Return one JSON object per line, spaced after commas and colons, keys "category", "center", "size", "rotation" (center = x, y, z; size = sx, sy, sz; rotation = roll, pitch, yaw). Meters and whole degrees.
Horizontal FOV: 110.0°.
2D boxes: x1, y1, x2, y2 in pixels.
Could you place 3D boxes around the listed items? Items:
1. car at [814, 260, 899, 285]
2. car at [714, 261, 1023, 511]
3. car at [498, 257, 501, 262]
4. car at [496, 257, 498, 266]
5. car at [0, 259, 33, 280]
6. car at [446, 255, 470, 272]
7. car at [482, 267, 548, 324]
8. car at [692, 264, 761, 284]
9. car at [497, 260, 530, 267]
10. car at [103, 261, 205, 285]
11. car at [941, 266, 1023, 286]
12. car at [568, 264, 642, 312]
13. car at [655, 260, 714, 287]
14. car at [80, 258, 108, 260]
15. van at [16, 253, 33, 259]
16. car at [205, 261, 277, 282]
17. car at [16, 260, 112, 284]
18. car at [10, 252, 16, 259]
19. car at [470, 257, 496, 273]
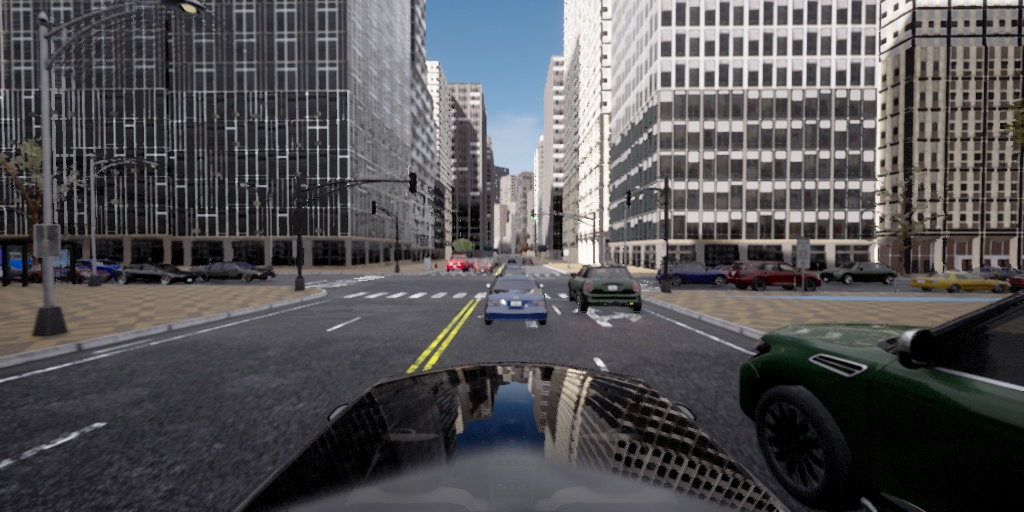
{"category": "car", "center": [26.751, 1.257, 27.963], "size": [4.553, 1.767, 2.097], "rotation": [0, 1, 1]}
{"category": "car", "center": [3.354, 0.975, 1.188], "size": [2.150, 2.045, 5.566], "rotation": [0, 0, 0]}
{"category": "car", "center": [-3.245, 0.939, 60.817], "size": [2.097, 1.767, 4.553], "rotation": [0, 0, 0]}
{"category": "car", "center": [-3.322, 1.144, 50.713], "size": [1.812, 1.442, 4.674], "rotation": [0, 0, 0]}
{"category": "car", "center": [-34.092, 1.036, 23.219], "size": [4.313, 1.339, 1.948], "rotation": [0, 0, 1]}
{"category": "car", "center": [-6.581, 0.860, 44.021], "size": [2.150, 2.045, 5.566], "rotation": [0, 0, 0]}
{"category": "car", "center": [0.101, 1.272, 11.812], "size": [2.033, 1.411, 5.357], "rotation": [0, 0, 0]}
{"category": "car", "center": [16.717, 1.382, 28.128], "size": [4.181, 1.385, 1.994], "rotation": [1, 1, 3]}
{"category": "car", "center": [0.117, 1.266, 26.761], "size": [1.994, 1.385, 4.181], "rotation": [1, 1, 0]}
{"category": "car", "center": [-22.728, 1.140, 22.910], "size": [4.313, 1.339, 1.948], "rotation": [0, 0, 1]}
{"category": "car", "center": [37.214, 1.543, 27.781], "size": [5.357, 1.411, 2.033], "rotation": [0, 1, 1]}
{"category": "car", "center": [3.450, 1.072, 14.100], "size": [2.097, 1.767, 4.553], "rotation": [0, 0, 2]}
{"category": "car", "center": [12.560, 1.191, 25.000], "size": [4.553, 1.767, 2.097], "rotation": [0, 1, -4]}
{"category": "car", "center": [-29.766, 0.939, 25.762], "size": [5.008, 1.535, 1.882], "rotation": [1, 1, 1]}
{"category": "van", "center": [-45.282, 0.556, 31.881], "size": [3.998, 1.789, 1.690], "rotation": [0, 0, 1]}
{"category": "car", "center": [-19.906, 1.098, 25.559], "size": [5.357, 1.411, 2.033], "rotation": [1, 1, 1]}
{"category": "car", "center": [-28.412, 1.104, 23.045], "size": [4.207, 1.307, 1.802], "rotation": [0, 0, 1]}
{"category": "car", "center": [-39.796, 0.722, 25.973], "size": [4.553, 1.767, 2.097], "rotation": [1, 1, 1]}
{"category": "car", "center": [-3.306, 0.997, 41.868], "size": [2.097, 1.767, 4.553], "rotation": [0, 0, -1]}
